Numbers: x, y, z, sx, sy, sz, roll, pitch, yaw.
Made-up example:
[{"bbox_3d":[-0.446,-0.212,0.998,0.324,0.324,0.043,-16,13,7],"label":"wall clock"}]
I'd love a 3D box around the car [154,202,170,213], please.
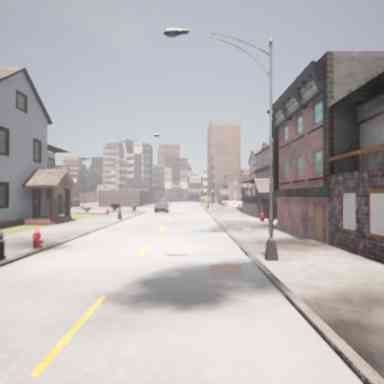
[{"bbox_3d":[-4.018,2.036,44.774,2.033,1.411,5.357,0,-1,0],"label":"car"}]
